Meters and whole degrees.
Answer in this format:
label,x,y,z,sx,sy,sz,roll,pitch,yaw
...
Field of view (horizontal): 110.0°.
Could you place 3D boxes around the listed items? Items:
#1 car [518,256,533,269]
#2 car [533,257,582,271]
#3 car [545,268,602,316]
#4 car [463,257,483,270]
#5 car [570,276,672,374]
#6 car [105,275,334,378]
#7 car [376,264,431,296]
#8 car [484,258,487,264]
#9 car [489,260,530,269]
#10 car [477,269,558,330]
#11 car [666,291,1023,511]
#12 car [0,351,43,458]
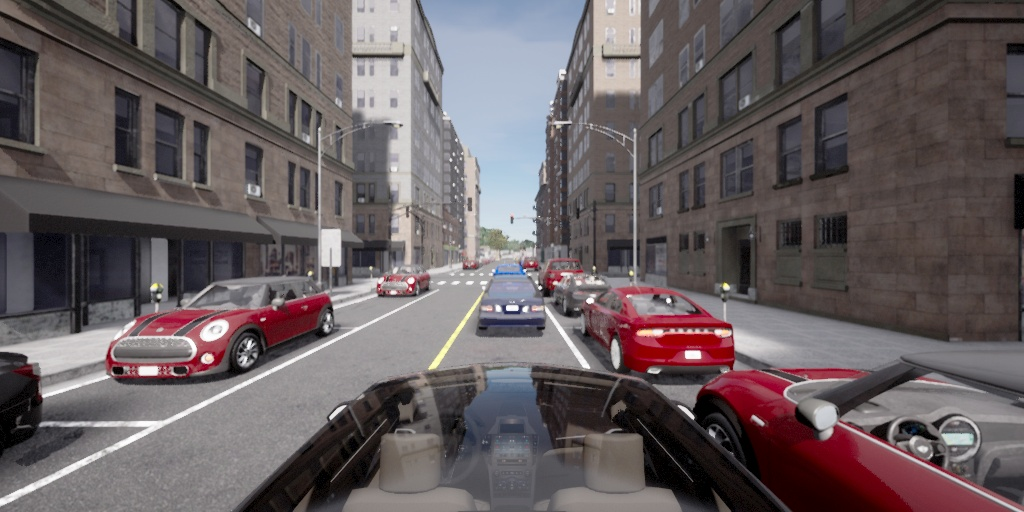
label,x,y,z,sx,sy,sz,roll,pitch,yaw
car,2.325,1.017,45.822,2.192,1.841,5.009,0,0,0
car,2.494,1.047,18.766,2.192,1.841,5.009,0,0,0
car,2.543,1.288,13.084,2.007,1.370,4.403,0,0,0
car,-5.841,1.010,51.255,2.192,1.841,5.009,0,0,0
car,2.592,1.289,7.402,1.888,1.381,4.507,0,0,0
car,-5.433,1.184,7.333,1.967,1.591,4.097,0,0,0
car,-5.531,1.172,18.696,1.967,1.591,4.097,0,0,0
car,-5.931,1.233,62.262,2.007,1.370,4.403,0,0,0
car,-0.161,1.207,20.863,1.882,1.535,5.008,0,0,0
car,-0.001,1.288,11.045,2.033,1.411,5.357,0,0,0
car,2.641,1.190,1.720,1.967,1.591,4.097,0,0,0
car,-5.384,1.316,1.651,1.948,1.339,4.313,0,0,0
